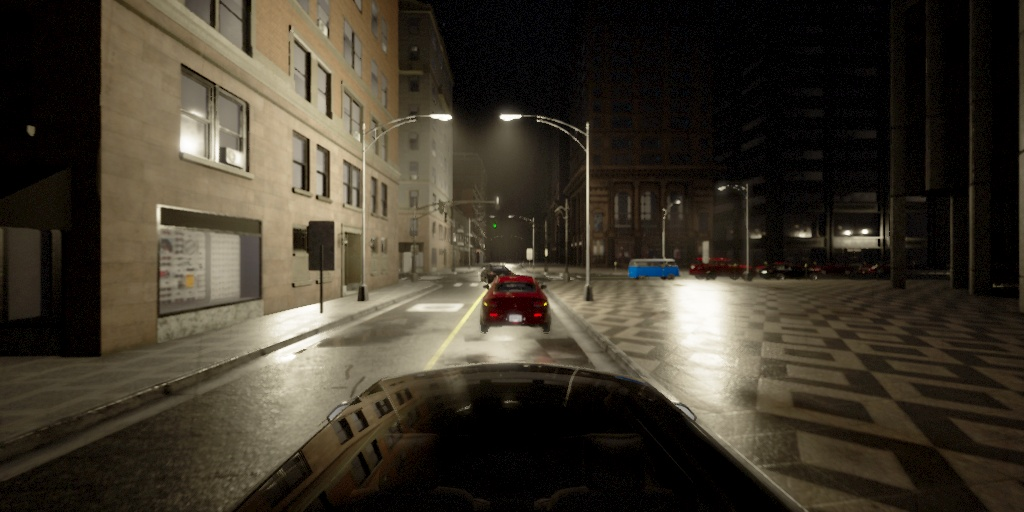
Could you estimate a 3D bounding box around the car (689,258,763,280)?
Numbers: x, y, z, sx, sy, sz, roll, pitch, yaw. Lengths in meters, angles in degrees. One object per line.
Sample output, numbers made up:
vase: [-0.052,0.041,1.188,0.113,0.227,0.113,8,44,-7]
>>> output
car: [17.360,1.111,29.740,5.009,1.841,2.192,0,0,-1]

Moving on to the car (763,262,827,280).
car: [22.999,1.359,29.827,4.313,1.339,1.948,0,0,-1]

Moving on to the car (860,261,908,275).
car: [39.809,1.229,38.615,4.097,1.591,1.967,0,0,-1]

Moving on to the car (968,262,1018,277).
car: [39.916,1.225,30.090,4.097,1.591,1.967,0,0,-1]

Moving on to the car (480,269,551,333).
car: [0.092,1.280,10.653,1.812,1.442,4.674,0,0,0]

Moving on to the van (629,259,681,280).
van: [11.719,1.138,29.652,3.998,1.789,1.690,0,0,-1]

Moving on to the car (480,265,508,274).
car: [-1.204,1.327,27.160,1.994,1.385,4.181,0,0,-13]

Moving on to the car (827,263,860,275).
car: [34.170,1.375,38.528,4.207,1.307,1.802,0,0,-1]
